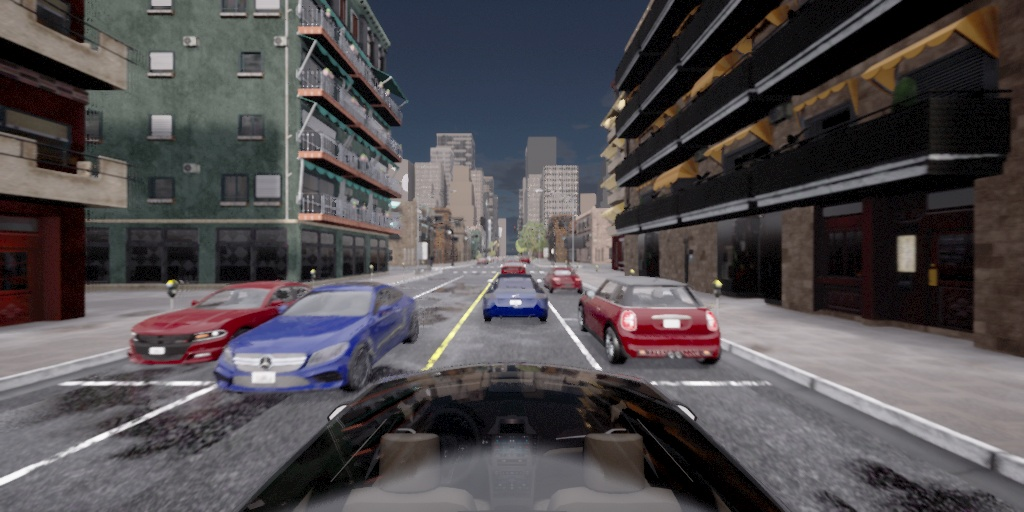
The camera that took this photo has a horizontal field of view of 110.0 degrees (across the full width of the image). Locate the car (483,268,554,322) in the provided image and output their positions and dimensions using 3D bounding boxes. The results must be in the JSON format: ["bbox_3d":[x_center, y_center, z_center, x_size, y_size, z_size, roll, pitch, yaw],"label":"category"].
[{"bbox_3d":[0.102,1.262,12.098,1.994,1.385,4.181,0,0,0],"label":"car"}]

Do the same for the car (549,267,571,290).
[{"bbox_3d":[2.694,1.246,19.323,1.802,1.307,4.207,0,0,0],"label":"car"}]

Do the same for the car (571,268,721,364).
[{"bbox_3d":[2.692,1.157,7.993,1.967,1.591,4.097,0,0,0],"label":"car"}]

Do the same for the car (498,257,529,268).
[{"bbox_3d":[0.105,1.101,28.253,1.882,1.535,5.008,0,0,0],"label":"car"}]

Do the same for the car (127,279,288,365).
[{"bbox_3d":[-5.688,1.262,7.995,1.888,1.381,4.507,0,0,0],"label":"car"}]

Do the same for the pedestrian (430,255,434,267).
[{"bbox_3d":[-12.501,0.795,55.810,0.375,1.860,0.375,0,1,0],"label":"pedestrian"}]

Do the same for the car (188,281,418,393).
[{"bbox_3d":[-3.099,1.249,6.805,1.812,1.442,4.674,0,0,0],"label":"car"}]
